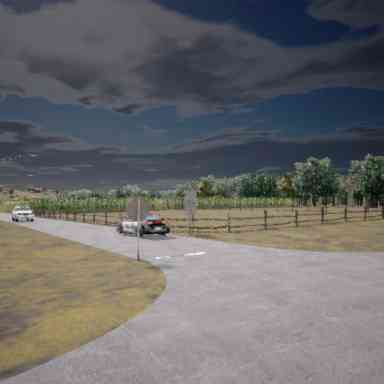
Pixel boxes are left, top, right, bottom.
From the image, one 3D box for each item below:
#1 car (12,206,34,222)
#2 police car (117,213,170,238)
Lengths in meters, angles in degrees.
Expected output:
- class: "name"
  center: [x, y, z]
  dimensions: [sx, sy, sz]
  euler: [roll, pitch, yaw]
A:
- class: "car"
  center: [-23.631, 3.030, 46.373]
  dimensions: [2.150, 2.045, 5.566]
  euler: [1, -3, -35]
- class: "police car"
  center: [-3.510, 2.225, 22.691]
  dimensions: [2.038, 1.542, 4.974]
  euler: [1, -3, -35]
